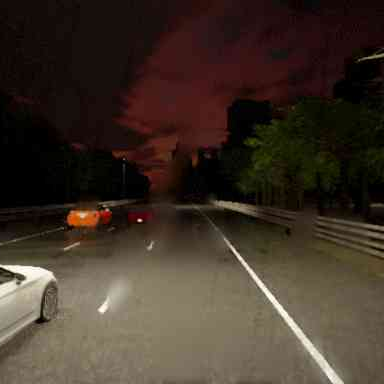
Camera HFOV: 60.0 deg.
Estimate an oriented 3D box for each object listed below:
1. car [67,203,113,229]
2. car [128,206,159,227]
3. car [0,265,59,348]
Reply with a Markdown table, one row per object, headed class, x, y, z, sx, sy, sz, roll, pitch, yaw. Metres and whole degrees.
| class | x | y | z | sx | sy | sz | roll | pitch | yaw |
| --- | --- | --- | --- | --- | --- | --- | --- | --- | --- |
| car | -7.026 | 1.585 | 23.375 | 2.097 | 1.767 | 4.553 | 0 | -1 | -1 |
| car | -3.552 | 1.771 | 24.705 | 1.812 | 1.442 | 4.674 | 0 | -1 | -1 |
| car | -3.409 | 1.570 | 4.355 | 1.812 | 1.442 | 4.674 | 0 | -1 | 0 |
